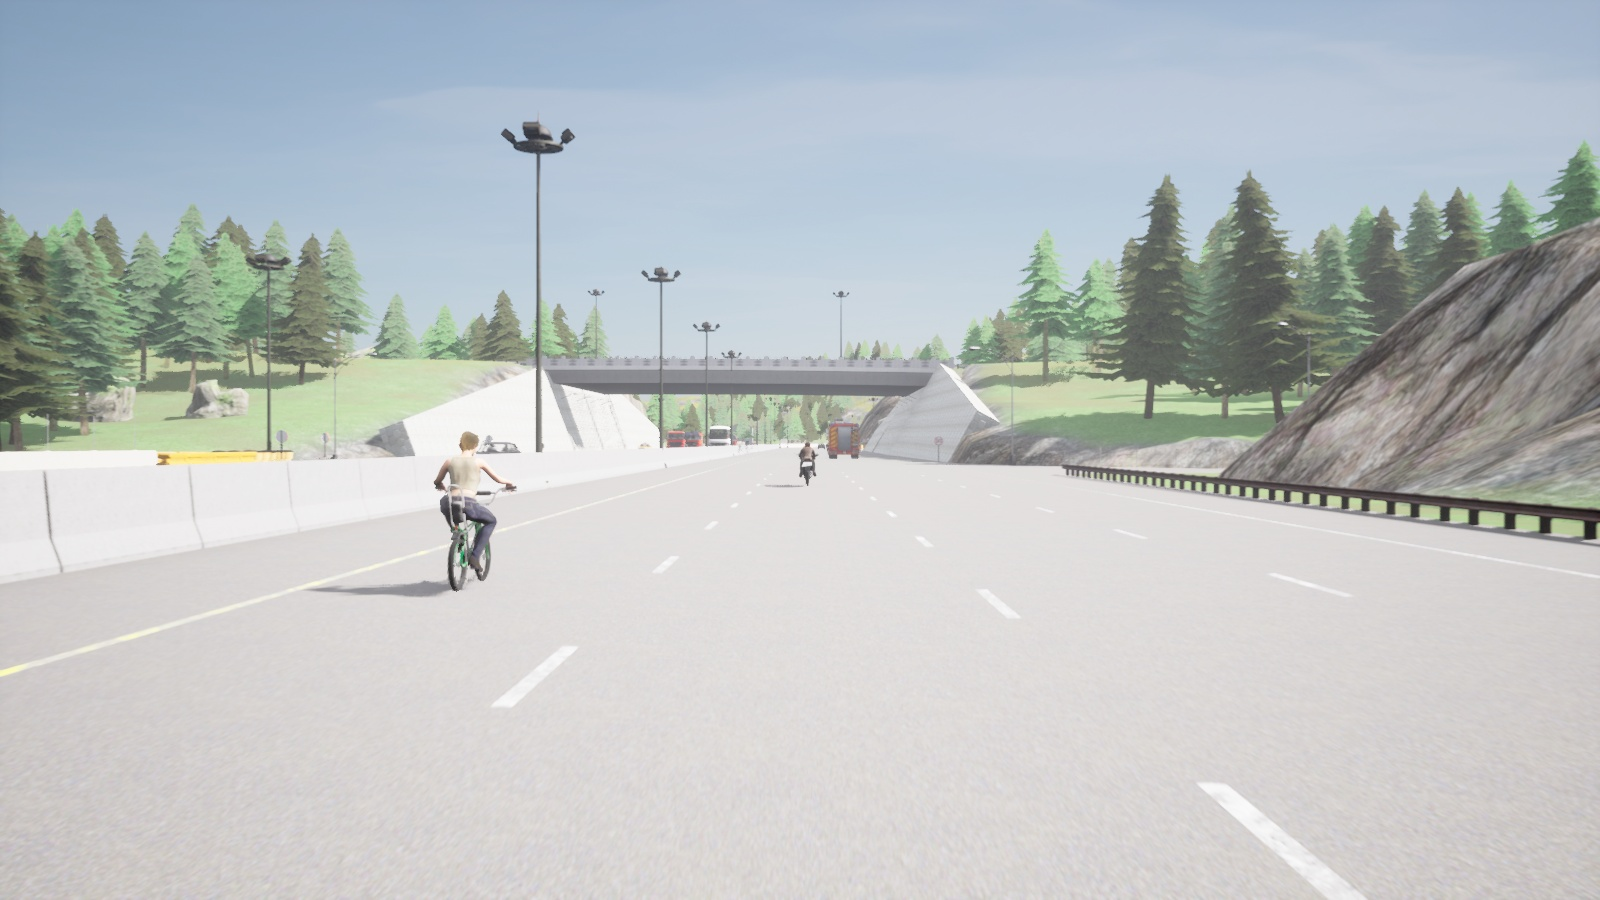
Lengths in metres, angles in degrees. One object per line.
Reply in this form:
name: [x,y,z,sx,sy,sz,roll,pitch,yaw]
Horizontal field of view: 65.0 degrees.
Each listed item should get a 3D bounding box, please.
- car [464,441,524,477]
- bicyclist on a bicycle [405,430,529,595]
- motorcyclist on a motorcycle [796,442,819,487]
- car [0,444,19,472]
car: [-13.665,0.395,56.270,1.789,1.549,3.705,0,1,0]
bicyclist on a bicycle: [-3.414,0.607,13.007,0.866,1.612,1.509,0,0,1]
motorcyclist on a motorcycle: [0.264,0.484,43.730,0.797,1.523,2.044,0,0,0]
car: [-42.436,0.407,62.913,5.357,1.411,2.033,0,0,-42]
